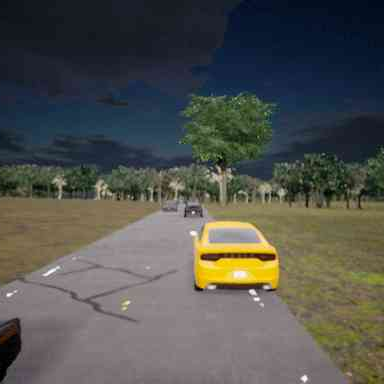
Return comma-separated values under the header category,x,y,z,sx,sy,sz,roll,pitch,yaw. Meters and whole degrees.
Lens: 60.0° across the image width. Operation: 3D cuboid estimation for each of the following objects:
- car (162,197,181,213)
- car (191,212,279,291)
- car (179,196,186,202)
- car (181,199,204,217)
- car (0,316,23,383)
category,x,y,z,sx,sy,sz,roll,pitch,yaw
car,-2.735,1.789,42.162,1.837,1.490,4.892,0,-1,0
car,0.985,1.545,9.249,1.882,1.535,5.008,0,0,0
car,-2.528,2.048,83.196,2.150,2.045,5.566,0,-1,0
car,0.145,1.720,33.769,1.837,1.490,4.892,0,0,1
car,-2.848,1.613,1.526,1.895,1.301,4.718,0,0,0
